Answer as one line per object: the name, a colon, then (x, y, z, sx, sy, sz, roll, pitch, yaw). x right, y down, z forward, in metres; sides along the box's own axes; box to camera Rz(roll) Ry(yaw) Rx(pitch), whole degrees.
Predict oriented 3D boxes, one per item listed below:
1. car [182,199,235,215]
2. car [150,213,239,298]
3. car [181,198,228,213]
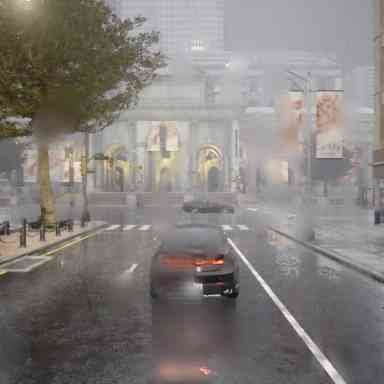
car: (1.755, 1.503, 32.822, 4.892, 1.490, 1.837, 0, 0, 0)
car: (0.061, 1.505, 8.519, 1.837, 1.490, 4.892, 0, 0, 0)
car: (1.379, 1.476, 36.322, 5.008, 1.535, 1.882, 0, 0, 0)
